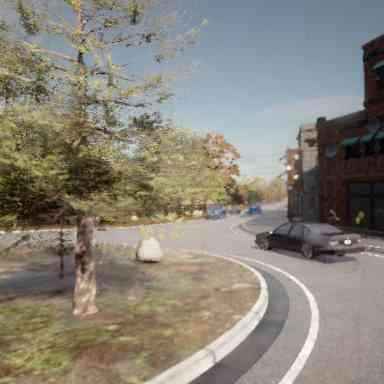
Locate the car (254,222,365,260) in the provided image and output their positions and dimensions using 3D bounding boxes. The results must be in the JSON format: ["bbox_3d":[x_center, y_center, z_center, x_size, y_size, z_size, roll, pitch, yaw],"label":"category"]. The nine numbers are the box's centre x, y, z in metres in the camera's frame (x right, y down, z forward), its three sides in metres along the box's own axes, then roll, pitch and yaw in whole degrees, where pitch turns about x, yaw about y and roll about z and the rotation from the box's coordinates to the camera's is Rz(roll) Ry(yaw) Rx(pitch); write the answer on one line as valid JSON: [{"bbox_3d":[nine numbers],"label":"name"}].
[{"bbox_3d":[4.886,2.023,14.736,2.033,1.411,5.357,-1,-2,-22],"label":"car"}]

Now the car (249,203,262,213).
[{"bbox_3d":[13.006,3.266,68.270,2.150,2.045,5.566,-1,-1,18],"label":"car"}]

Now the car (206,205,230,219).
[{"bbox_3d":[3.708,3.001,50.098,2.150,2.045,5.566,-1,-2,18],"label":"car"}]

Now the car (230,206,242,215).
[{"bbox_3d":[8.636,3.611,65.345,1.837,1.490,4.892,-1,-1,18],"label":"car"}]
